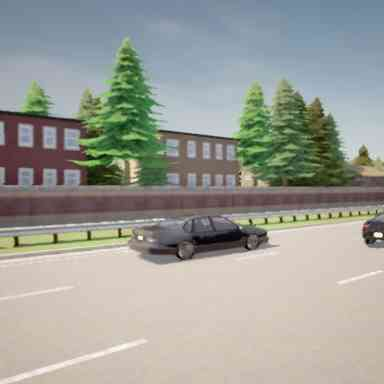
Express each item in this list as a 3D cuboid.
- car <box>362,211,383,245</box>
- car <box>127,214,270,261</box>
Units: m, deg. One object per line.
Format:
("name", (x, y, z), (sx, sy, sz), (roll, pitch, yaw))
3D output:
("car", (8.873, 1.436, 13.825), (4.674, 1.442, 1.812), (0, 0, -35))
("car", (0.398, 1.499, 12.100), (5.357, 1.411, 2.033), (0, 0, -35))
